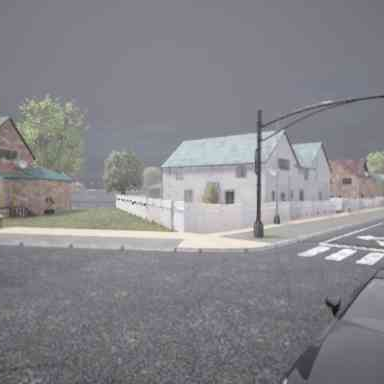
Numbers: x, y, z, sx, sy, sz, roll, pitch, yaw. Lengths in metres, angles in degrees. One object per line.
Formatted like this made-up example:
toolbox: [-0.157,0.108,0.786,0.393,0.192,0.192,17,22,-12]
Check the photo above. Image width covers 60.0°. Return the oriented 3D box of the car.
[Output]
car: [2.579,1.557,3.480,1.812,1.442,4.674,1,0,42]
